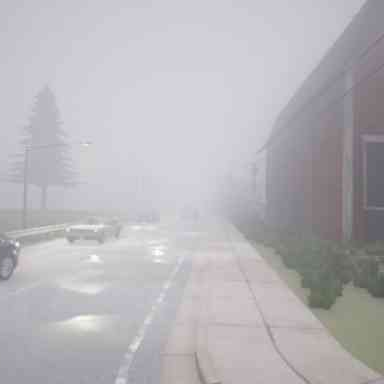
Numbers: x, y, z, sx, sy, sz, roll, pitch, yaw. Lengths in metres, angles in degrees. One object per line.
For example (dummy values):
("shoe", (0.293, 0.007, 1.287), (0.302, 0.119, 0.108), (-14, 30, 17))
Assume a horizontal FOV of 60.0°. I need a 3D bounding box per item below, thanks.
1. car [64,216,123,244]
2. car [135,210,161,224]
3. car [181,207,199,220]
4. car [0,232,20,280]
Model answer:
("car", (-5.430, 2.080, 18.879), (1.895, 1.301, 4.718), (1, -2, 3))
("car", (-4.490, 2.566, 34.228), (1.895, 1.301, 4.718), (1, -2, 4))
("car", (-0.229, 2.689, 43.662), (2.097, 1.767, 4.553), (1, -2, 3))
("car", (-6.084, 1.635, 7.878), (1.837, 1.490, 4.892), (1, -2, 3))
